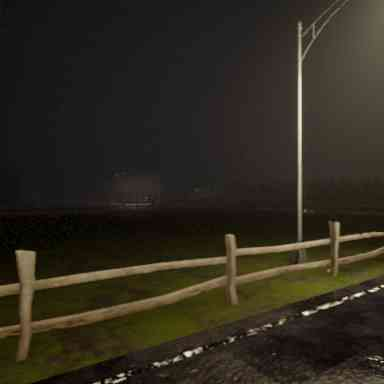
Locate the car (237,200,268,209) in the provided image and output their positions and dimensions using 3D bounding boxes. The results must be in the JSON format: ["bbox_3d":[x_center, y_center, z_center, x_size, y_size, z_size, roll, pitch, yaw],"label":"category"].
[{"bbox_3d":[8.896,1.837,49.165,1.895,1.301,4.718,-1,0,-35],"label":"car"}]

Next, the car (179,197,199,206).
[{"bbox_3d":[-0.657,1.712,62.755,1.812,1.442,4.674,-1,0,-35],"label":"car"}]
